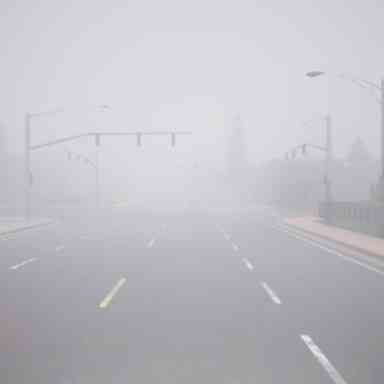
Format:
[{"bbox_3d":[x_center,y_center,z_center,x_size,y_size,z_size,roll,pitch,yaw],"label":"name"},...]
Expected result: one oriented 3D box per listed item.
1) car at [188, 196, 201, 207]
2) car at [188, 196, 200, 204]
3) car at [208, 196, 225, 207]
[{"bbox_3d":[0.373,1.440,49.848,1.812,1.442,4.674,0,0,-1],"label":"car"},{"bbox_3d":[0.287,1.444,60.132,2.033,1.411,5.357,0,0,-1],"label":"car"},{"bbox_3d":[3.877,1.477,50.346,1.994,1.385,4.181,0,0,-1],"label":"car"}]
